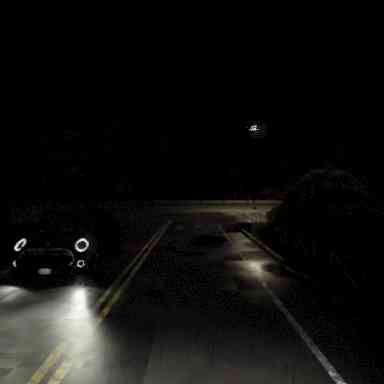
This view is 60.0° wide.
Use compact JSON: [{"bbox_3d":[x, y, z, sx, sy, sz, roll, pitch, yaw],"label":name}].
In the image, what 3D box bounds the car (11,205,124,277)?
[{"bbox_3d":[-3.569,1.343,10.338,2.097,1.767,4.553,0,0,0],"label":"car"}]
